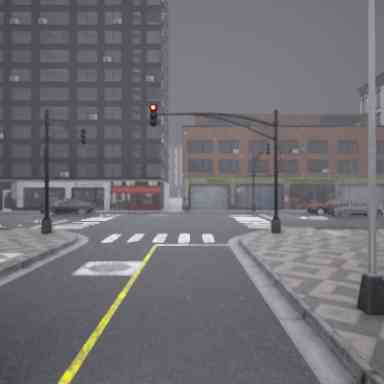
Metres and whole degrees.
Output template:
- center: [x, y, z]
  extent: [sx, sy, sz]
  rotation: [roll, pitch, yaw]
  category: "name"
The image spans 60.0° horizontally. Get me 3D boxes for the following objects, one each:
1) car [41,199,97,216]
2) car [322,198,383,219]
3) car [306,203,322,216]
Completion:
- center: [-11.357, 1.440, 30.770]
  extent: [4.892, 1.490, 1.837]
  rotation: [0, 0, 0]
  category: "car"
- center: [13.440, 1.438, 27.545]
  extent: [4.181, 1.385, 1.994]
  rotation: [0, 0, 0]
  category: "car"
- center: [13.188, 1.366, 30.799]
  extent: [5.008, 1.535, 1.882]
  rotation: [0, 0, 1]
  category: "car"
